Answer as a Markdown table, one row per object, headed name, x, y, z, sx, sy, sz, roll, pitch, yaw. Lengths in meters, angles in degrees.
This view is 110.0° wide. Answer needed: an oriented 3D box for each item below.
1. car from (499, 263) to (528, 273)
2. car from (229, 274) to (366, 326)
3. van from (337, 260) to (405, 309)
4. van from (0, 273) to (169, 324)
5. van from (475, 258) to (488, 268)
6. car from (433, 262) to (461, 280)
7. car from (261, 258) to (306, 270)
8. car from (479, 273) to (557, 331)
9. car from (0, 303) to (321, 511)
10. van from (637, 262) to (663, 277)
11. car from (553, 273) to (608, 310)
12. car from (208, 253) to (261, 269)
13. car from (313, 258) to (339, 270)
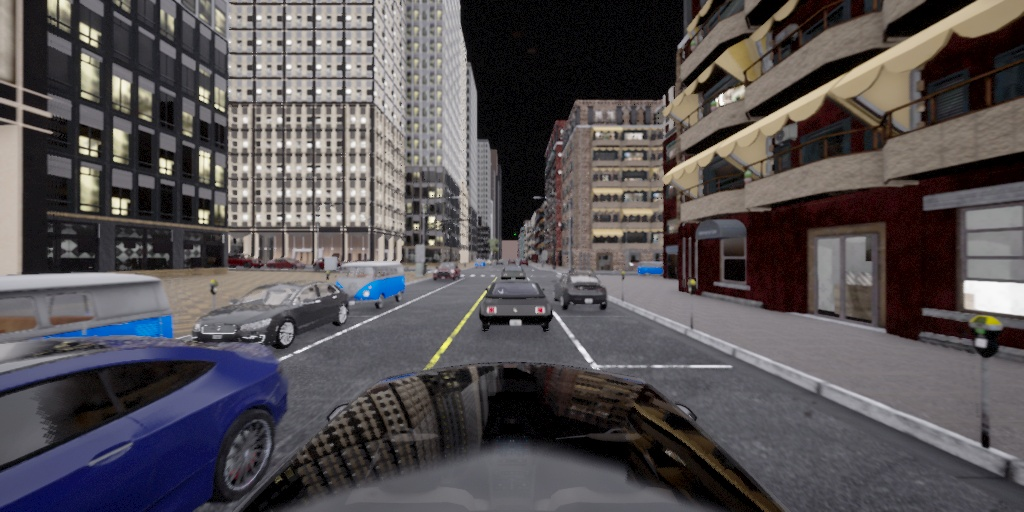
| name | x | y | z | sx | sy | sz | roll | pitch | yaw |
| --- | --- | --- | --- | --- | --- | --- | --- | --- | --- |
| car | 0.096 | 1.440 | 28.957 | 1.895 | 1.301 | 4.718 | 0 | 0 | 0 |
| car | -5.691 | 1.324 | 9.104 | 2.007 | 1.370 | 4.403 | 0 | 0 | 0 |
| van | -5.691 | 1.132 | 14.753 | 1.690 | 1.789 | 3.998 | 0 | 0 | 0 |
| van | -5.690 | 1.096 | 3.456 | 1.690 | 1.789 | 3.998 | 0 | 0 | 0 |
| van | -5.698 | 1.307 | 64.172 | 1.690 | 1.789 | 3.998 | 0 | 0 | 0 |
| car | -5.694 | 1.288 | 31.698 | 1.967 | 1.591 | 4.097 | 0 | 0 | 0 |
| car | -26.726 | 0.990 | 42.452 | 4.207 | 1.307 | 1.802 | 0 | 0 | 0 |
| car | 0.098 | 1.381 | 11.142 | 1.895 | 1.301 | 4.718 | 0 | 0 | 0 |
| car | -3.099 | 1.276 | 1.727 | 1.812 | 1.442 | 4.674 | 0 | 0 | 0 |
| van | 16.907 | 1.587 | 42.417 | 3.998 | 1.789 | 1.690 | 0 | 0 | 0 |
| car | 2.689 | 1.342 | 14.753 | 2.007 | 1.370 | 4.403 | 0 | 0 | 0 |
| car | -32.300 | 0.615 | 42.439 | 5.009 | 1.841 | 2.192 | 0 | 0 | 0 |
| car | -21.152 | 0.954 | 42.465 | 4.097 | 1.591 | 1.967 | 0 | 0 | 0 |
